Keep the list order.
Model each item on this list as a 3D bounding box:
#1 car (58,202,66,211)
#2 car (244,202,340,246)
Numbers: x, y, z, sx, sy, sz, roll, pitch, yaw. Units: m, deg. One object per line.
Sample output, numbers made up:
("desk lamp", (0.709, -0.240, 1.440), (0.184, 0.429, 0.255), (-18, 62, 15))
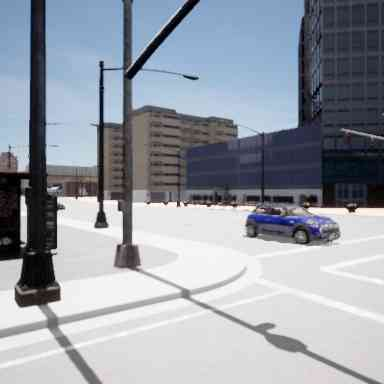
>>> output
("car", (-20.910, 2.241, 51.389), (1.994, 1.385, 4.181), (0, 0, -36))
("car", (4.671, 1.365, 15.983), (2.097, 1.767, 4.553), (0, -1, -35))
